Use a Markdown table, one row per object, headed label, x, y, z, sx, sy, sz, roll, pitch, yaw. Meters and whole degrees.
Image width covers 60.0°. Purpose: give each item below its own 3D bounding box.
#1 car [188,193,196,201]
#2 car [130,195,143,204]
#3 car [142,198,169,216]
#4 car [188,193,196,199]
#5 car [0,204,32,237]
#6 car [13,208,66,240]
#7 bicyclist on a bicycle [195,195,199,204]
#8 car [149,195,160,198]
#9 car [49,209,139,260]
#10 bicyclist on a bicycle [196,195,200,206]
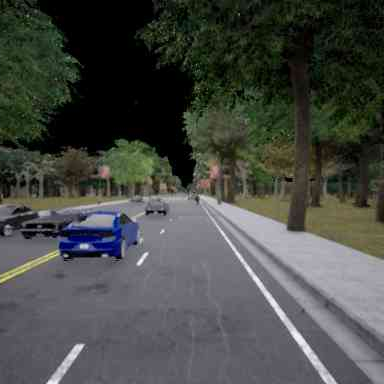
| label | x | y | z | sx | sy | sz | roll | pitch | yaw |
| --- | --- | --- | --- | --- | --- | --- | --- | --- | --- |
| car | -0.015 | 1.262 | 77.982 | 2.033 | 1.411 | 5.357 | 0 | 0 | 0 |
| car | -9.802 | 1.299 | 59.104 | 1.837 | 1.490 | 4.892 | 0 | 0 | 1 |
| car | -3.158 | 1.489 | 31.095 | 1.895 | 1.301 | 4.718 | 0 | 0 | 0 |
| car | -0.017 | 1.071 | 92.574 | 1.994 | 1.385 | 4.181 | 0 | 0 | 0 |
| car | -9.851 | 1.437 | 17.640 | 1.837 | 1.490 | 4.892 | 0 | 0 | 0 |
| car | -6.602 | 1.537 | 16.623 | 1.895 | 1.301 | 4.718 | 0 | 0 | 0 |
| bicyclist on a bicycle | 0.883 | 1.256 | 56.833 | 0.582 | 1.620 | 1.656 | 0 | 0 | 0 |
| car | -6.556 | 1.322 | 58.699 | 1.812 | 1.442 | 4.674 | 0 | 0 | 1 |
| car | -3.154 | 1.429 | 12.200 | 1.882 | 1.535 | 5.008 | 0 | 0 | 0 |
| bicyclist on a bicycle | 0.885 | 1.287 | 47.835 | 0.582 | 1.620 | 1.656 | 0 | 0 | 0 |
